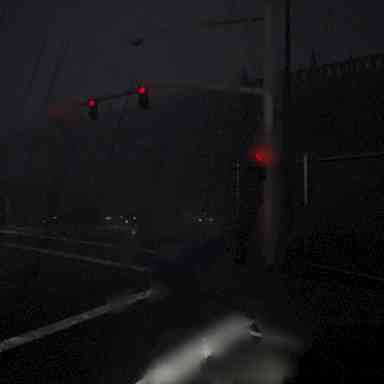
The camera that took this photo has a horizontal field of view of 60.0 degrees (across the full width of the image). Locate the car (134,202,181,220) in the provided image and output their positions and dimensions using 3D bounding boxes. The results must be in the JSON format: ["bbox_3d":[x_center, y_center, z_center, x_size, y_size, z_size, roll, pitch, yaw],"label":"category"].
[{"bbox_3d":[-3.178,1.700,31.493,1.812,1.442,4.674,0,0,36],"label":"car"}]

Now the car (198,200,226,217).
[{"bbox_3d":[2.770,1.702,33.830,2.033,1.411,5.357,0,0,35],"label":"car"}]

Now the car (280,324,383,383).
[{"bbox_3d":[3.159,1.538,1.714,5.357,1.411,2.033,0,0,36],"label":"car"}]

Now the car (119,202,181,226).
[{"bbox_3d":[-3.065,1.702,25.620,2.033,1.411,5.357,0,0,35],"label":"car"}]

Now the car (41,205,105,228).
[{"bbox_3d":[-8.468,1.700,24.094,1.812,1.442,4.674,0,0,37],"label":"car"}]

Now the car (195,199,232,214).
[{"bbox_3d":[2.601,1.666,39.631,2.128,1.511,4.902,0,0,35],"label":"car"}]
